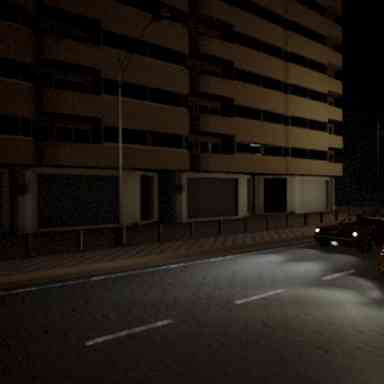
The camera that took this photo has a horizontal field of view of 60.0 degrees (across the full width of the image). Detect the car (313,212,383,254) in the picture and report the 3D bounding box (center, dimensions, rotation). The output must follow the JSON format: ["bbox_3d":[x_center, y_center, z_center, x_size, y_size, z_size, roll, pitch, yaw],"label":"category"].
[{"bbox_3d":[6.897,1.506,13.178,4.718,1.301,1.895,0,0,-35],"label":"car"}]

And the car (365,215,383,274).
[{"bbox_3d":[6.945,1.401,8.926,5.008,1.535,1.882,-1,1,-35],"label":"car"}]
